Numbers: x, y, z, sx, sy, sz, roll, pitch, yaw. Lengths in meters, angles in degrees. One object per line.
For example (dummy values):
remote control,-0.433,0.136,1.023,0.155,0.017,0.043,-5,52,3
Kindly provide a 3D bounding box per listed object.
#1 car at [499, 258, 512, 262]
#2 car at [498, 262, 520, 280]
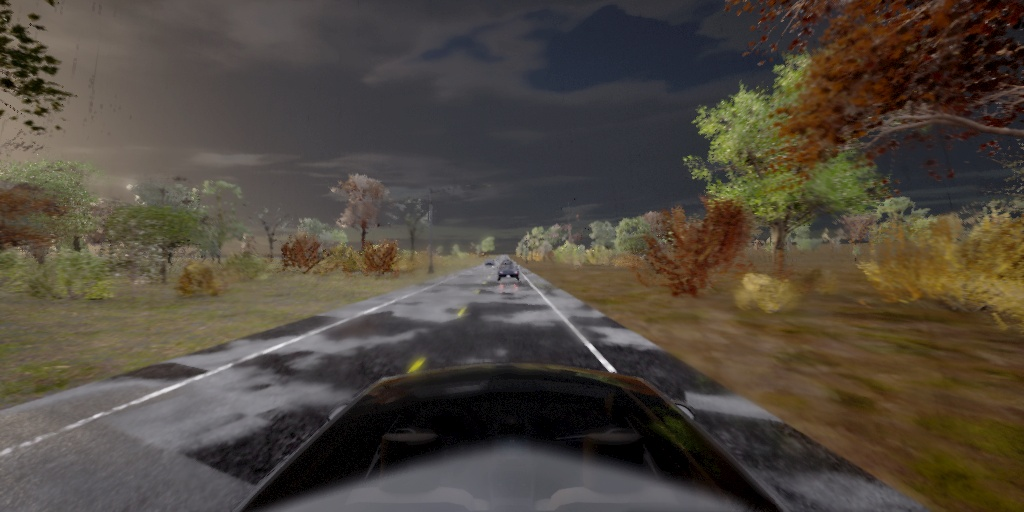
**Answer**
car,-0.673,1.370,52.830,1.837,1.490,4.892,0,0,-1
car,-0.319,1.435,32.516,1.895,1.301,4.718,0,0,-1
